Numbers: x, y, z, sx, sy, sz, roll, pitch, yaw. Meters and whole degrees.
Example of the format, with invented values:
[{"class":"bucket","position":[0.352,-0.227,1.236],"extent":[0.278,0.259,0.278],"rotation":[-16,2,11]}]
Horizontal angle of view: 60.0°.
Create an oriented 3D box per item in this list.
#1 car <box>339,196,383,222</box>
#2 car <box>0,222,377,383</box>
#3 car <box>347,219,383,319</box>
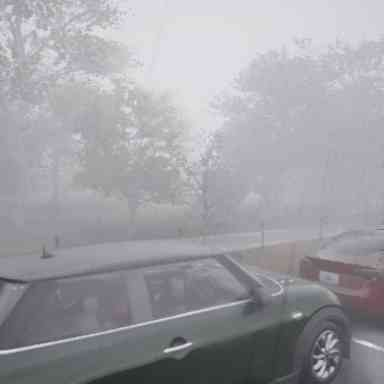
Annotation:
[{"class":"car","position":[13.499,1.334,24.452],"extent":[5.566,2.045,2.150],"rotation":[0,-2,-21]},{"class":"car","position":[-0.194,1.359,3.905],"extent":[4.553,1.767,2.185],"rotation":[-1,0,-33]},{"class":"car","position":[4.387,1.532,7.133],"extent":[4.792,1.488,2.163],"rotation":[-1,-1,-33]}]
